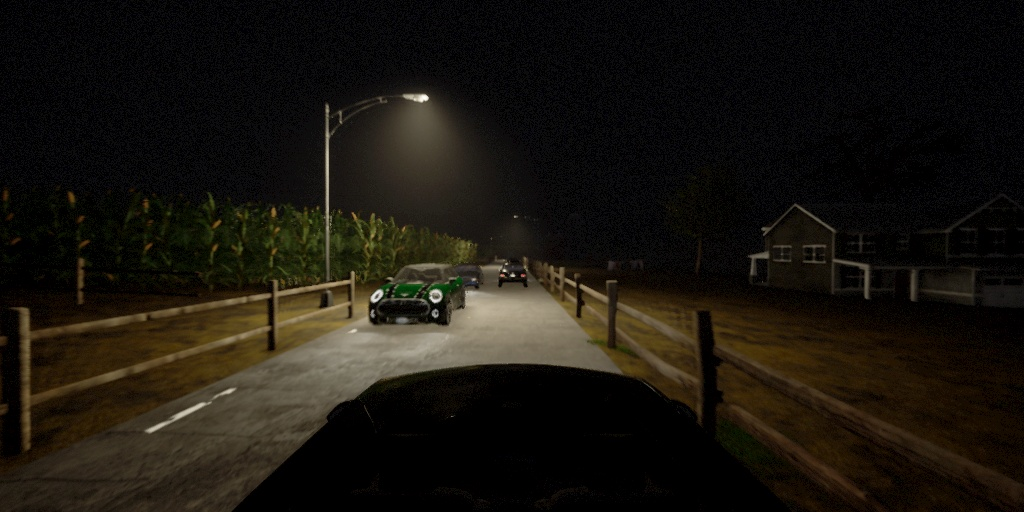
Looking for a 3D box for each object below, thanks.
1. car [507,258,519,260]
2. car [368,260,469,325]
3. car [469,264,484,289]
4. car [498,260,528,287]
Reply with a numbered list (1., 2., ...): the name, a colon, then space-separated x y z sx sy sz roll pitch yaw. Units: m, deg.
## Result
1. car: 0.109 0.961 44.802 1.837 1.490 4.892 0 0 0
2. car: -2.792 1.044 11.428 2.097 1.767 4.553 0 0 1
3. car: -2.743 1.171 22.113 2.033 1.411 5.357 0 0 0
4. car: 0.064 1.163 23.255 2.033 1.411 5.357 0 0 1
